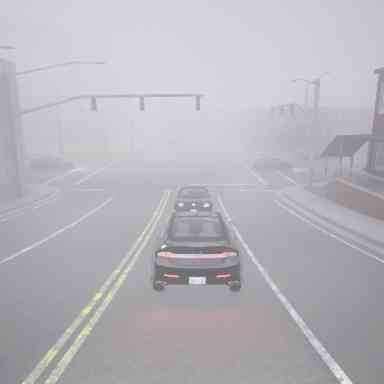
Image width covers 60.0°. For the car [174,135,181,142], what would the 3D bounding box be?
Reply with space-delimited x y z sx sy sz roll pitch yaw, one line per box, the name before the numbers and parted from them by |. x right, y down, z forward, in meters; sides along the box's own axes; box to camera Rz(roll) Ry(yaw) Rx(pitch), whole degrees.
car | -3.479 -10.621 69.212 1.994 1.385 4.181 0 12 0

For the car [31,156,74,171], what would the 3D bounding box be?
car | -14.550 -3.018 34.712 4.181 1.385 1.994 0 12 -1

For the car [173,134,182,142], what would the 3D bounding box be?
car | -3.477 -12.837 79.043 1.837 1.490 4.892 0 12 0

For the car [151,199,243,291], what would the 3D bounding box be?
car | 0.101 1.221 8.372 2.128 1.511 4.902 0 4 0

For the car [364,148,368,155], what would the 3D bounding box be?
car | 26.308 -5.610 44.895 5.566 2.045 2.150 0 12 0

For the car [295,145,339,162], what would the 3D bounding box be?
car | 15.814 -4.738 41.542 4.553 1.767 2.097 0 12 0

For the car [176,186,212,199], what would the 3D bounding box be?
car | 0.090 0.327 18.077 1.895 1.301 4.718 0 8 0

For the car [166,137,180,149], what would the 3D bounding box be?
car | -3.552 -8.508 59.389 1.837 1.490 4.892 0 12 0

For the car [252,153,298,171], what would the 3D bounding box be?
car | 8.356 -2.990 34.584 4.181 1.385 1.994 0 12 0

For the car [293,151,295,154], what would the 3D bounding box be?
car | 15.982 -5.490 44.960 4.553 1.767 2.097 0 12 0
